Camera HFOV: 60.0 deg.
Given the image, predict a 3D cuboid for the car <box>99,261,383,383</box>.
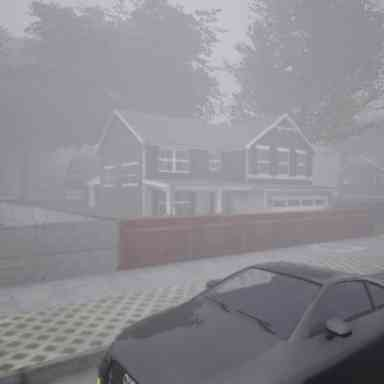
[{"bbox_3d":[1.107,1.586,3.861,4.181,1.385,1.994,1,0,-36],"label":"car"}]
